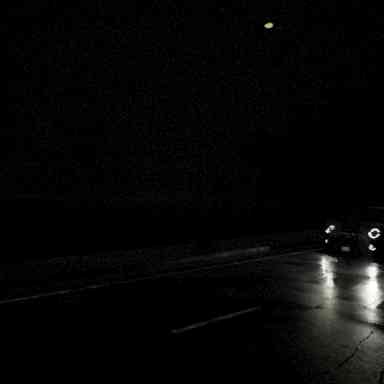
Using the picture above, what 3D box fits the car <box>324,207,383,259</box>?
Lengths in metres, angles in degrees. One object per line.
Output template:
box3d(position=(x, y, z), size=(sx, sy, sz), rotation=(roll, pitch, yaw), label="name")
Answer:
box3d(position=(7.114, 1.375, 12.754), size=(4.553, 1.767, 2.097), rotation=(0, 0, -36), label="car")
